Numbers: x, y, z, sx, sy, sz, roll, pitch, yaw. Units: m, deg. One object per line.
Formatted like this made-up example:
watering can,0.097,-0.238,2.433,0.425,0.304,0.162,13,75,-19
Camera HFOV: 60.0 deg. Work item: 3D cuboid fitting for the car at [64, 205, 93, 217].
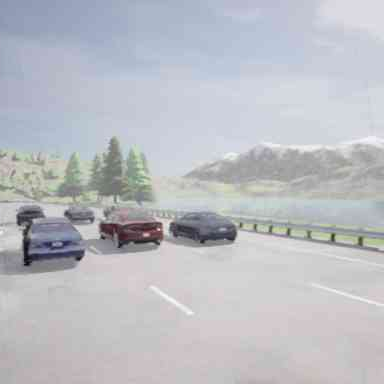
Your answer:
car,-9.306,1.764,27.201,2.033,1.411,5.357,0,0,-28

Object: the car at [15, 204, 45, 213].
car,-12.841,1.749,26.399,1.837,1.490,4.892,0,0,-28

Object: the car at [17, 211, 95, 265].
car,-5.271,1.654,12.321,2.033,1.411,5.357,0,0,-28

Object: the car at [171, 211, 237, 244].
car,0.426,1.645,16.527,1.994,1.385,4.181,0,0,-28

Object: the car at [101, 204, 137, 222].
car,-6.554,1.806,29.486,1.895,1.301,4.718,0,0,-28

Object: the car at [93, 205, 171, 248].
car,-2.990,1.581,15.497,1.882,1.535,5.008,0,0,-28
